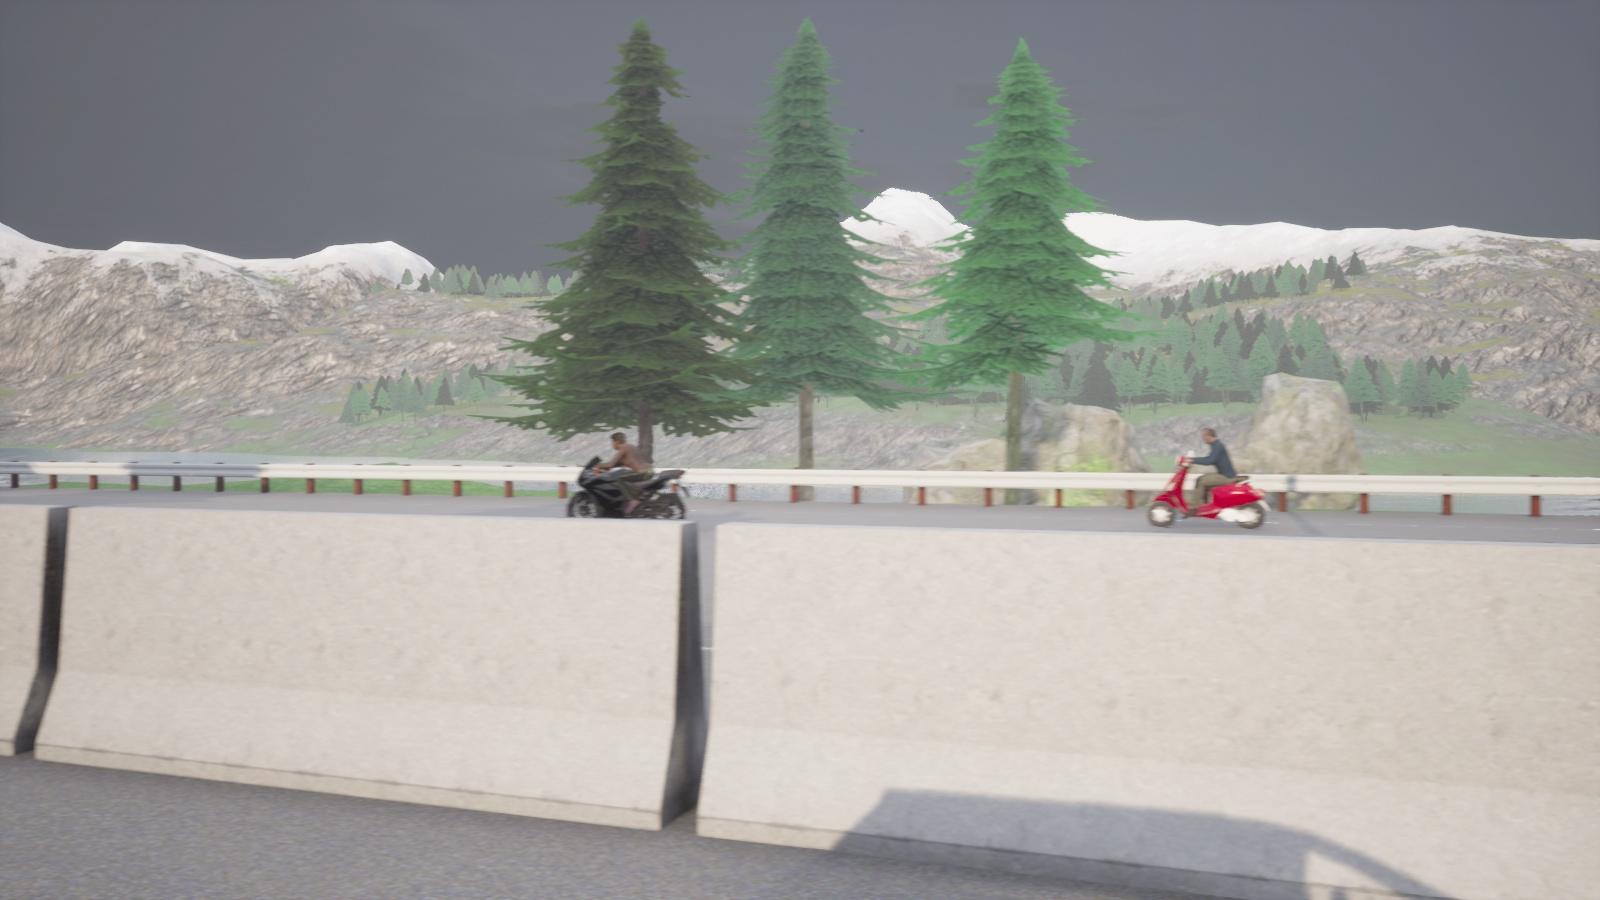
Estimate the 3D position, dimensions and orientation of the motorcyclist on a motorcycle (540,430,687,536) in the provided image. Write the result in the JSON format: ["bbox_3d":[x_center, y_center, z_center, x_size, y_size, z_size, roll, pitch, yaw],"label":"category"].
[{"bbox_3d":[-2.804,0.470,18.906,2.044,1.523,0.797,1,1,19],"label":"motorcyclist on a motorcycle"}]

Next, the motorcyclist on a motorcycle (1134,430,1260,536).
[{"bbox_3d":[6.180,0.487,19.575,1.817,1.590,0.866,0,1,19],"label":"motorcyclist on a motorcycle"}]
